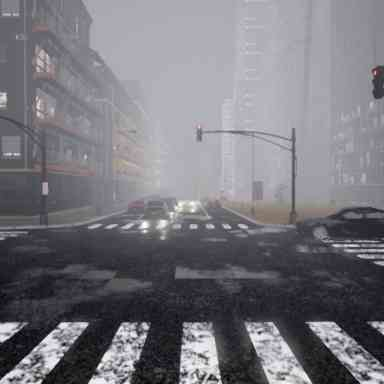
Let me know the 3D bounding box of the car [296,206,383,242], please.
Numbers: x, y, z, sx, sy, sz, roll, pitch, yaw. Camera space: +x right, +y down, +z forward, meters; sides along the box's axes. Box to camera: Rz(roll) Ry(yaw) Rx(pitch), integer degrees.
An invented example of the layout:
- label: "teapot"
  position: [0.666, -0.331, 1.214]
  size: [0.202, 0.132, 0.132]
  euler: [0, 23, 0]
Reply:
- label: "car"
  position: [7.399, 1.418, 15.356]
  size: [5.008, 1.535, 1.882]
  euler: [0, 1, 8]

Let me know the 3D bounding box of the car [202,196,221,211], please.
- label: "car"
  position: [2.635, 1.528, 41.120]
  size: [1.887, 1.381, 4.507]
  euler: [-1, 0, 0]

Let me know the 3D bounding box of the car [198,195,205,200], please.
- label: "car"
  position: [2.621, 1.507, 92.131]
  size: [1.752, 1.417, 4.829]
  euler: [-1, 0, 0]

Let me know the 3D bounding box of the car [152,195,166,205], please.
- label: "car"
  position: [-5.718, 1.421, 58.006]
  size: [1.967, 1.590, 4.097]
  euler: [-1, 0, 0]

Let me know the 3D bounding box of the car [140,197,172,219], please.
- label: "car"
  position: [-3.107, 1.492, 29.381]
  size: [1.837, 1.490, 4.892]
  euler: [0, 0, 0]

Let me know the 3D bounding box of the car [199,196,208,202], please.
- label: "car"
  position: [2.626, 1.525, 75.014]
  size: [1.887, 1.381, 4.507]
  euler: [-1, 0, 0]

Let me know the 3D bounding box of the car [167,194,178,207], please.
- label: "car"
  position: [-3.098, 1.508, 52.077]
  size: [1.812, 1.442, 4.674]
  euler: [0, 0, 0]

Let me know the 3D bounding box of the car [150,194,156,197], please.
- label: "car"
  position: [-5.713, 1.424, 41.060]
  size: [1.967, 1.590, 4.097]
  euler: [-1, 0, 0]

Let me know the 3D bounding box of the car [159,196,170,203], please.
- label: "car"
  position: [-5.719, 1.563, 69.305]
  size: [1.802, 1.307, 4.206]
  euler: [-1, 0, 0]

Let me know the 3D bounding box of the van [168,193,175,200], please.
- label: "van"
  position: [-5.729, 1.323, 91.899]
  size: [1.690, 1.788, 3.998]
  euler: [-1, 0, 0]

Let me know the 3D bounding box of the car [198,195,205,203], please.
- label: "car"
  position: [2.629, 1.532, 63.715]
  size: [2.008, 1.369, 4.403]
  euler: [-1, 0, 0]

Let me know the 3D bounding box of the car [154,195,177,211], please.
- label: "car"
  position: [-3.106, 1.461, 39.789]
  size: [1.882, 1.535, 5.008]
  euler: [0, 0, 0]

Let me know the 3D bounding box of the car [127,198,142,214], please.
- label: "car"
  position: [-5.710, 1.530, 35.411]
  size: [1.887, 1.381, 4.507]
  euler: [-1, 0, 0]
